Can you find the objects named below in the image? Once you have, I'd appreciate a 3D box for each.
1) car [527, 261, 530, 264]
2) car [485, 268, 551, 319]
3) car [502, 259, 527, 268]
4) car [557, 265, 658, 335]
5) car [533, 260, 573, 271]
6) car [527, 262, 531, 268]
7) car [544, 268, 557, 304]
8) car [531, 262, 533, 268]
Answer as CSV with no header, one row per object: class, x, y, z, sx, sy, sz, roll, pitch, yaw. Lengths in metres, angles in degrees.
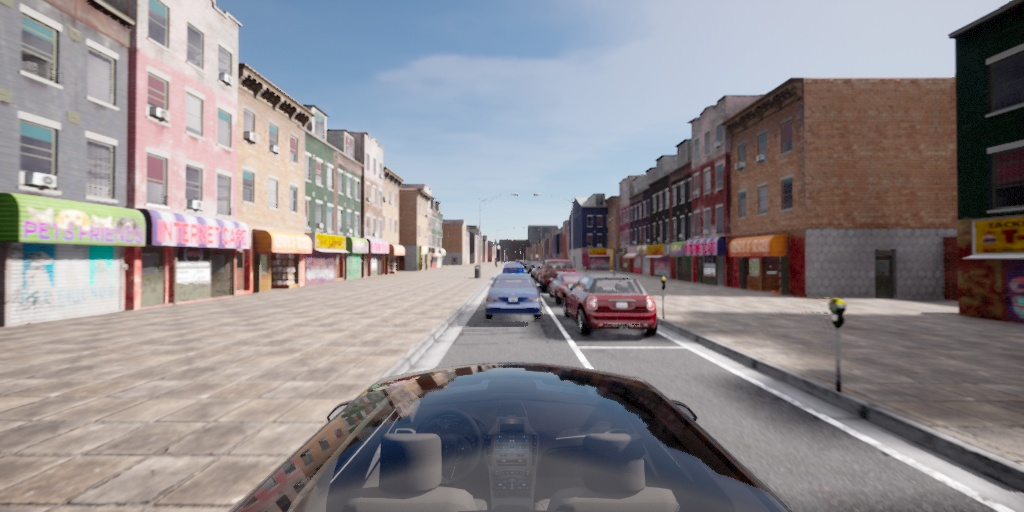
car,2.799,1.430,43.920,1.837,1.490,4.892,0,0,0
car,0.055,1.334,13.033,2.033,1.411,5.357,0,0,1
car,0.114,1.348,33.317,1.882,1.535,5.008,0,0,0
car,2.647,1.217,10.578,1.967,1.591,4.097,0,0,0
car,2.661,1.135,21.926,2.192,1.841,5.009,0,0,0
car,2.675,1.452,33.274,1.802,1.307,4.207,0,0,0
car,2.654,1.380,16.252,1.802,1.307,4.207,0,0,0
car,2.668,1.370,27.770,1.751,1.417,4.829,0,0,0
